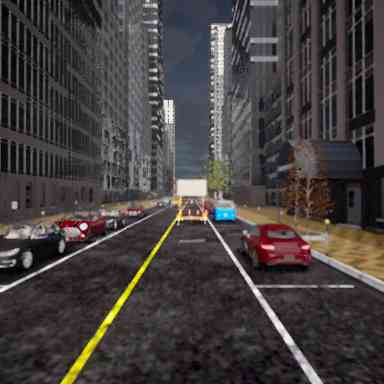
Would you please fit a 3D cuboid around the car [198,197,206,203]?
[{"bbox_3d":[2.658,2.241,90.946,1.967,1.590,4.097,0,0,0],"label":"car"}]

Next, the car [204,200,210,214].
[{"bbox_3d":[2.676,1.955,39.715,1.802,1.307,4.206,0,-1,0],"label":"car"}]

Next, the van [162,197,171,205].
[{"bbox_3d":[-5.717,2.013,73.871,1.690,1.788,3.998,0,0,0],"label":"van"}]

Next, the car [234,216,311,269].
[{"bbox_3d":[2.686,1.695,11.255,1.802,1.307,4.206,0,-1,0],"label":"car"}]

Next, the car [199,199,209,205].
[{"bbox_3d":[2.664,2.222,73.869,2.008,1.369,4.403,0,0,0],"label":"car"}]

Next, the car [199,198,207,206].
[{"bbox_3d":[2.670,2.110,56.792,1.802,1.307,4.206,0,-1,0],"label":"car"}]

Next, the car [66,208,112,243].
[{"bbox_3d":[-5.697,1.607,16.948,1.967,1.590,4.097,0,-1,0],"label":"car"}]

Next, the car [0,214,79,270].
[{"bbox_3d":[-5.695,1.664,11.254,2.008,1.369,4.403,0,-1,0],"label":"car"}]

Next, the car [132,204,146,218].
[{"bbox_3d":[-5.703,1.903,34.023,1.802,1.307,4.206,0,-1,0],"label":"car"}]

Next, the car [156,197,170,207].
[{"bbox_3d":[-5.713,2.129,62.485,2.008,1.369,4.403,0,-1,0],"label":"car"}]

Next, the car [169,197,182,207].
[{"bbox_3d":[-3.043,2.079,65.229,1.882,1.535,5.008,0,0,0],"label":"car"}]

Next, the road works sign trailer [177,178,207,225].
[{"bbox_3d":[-0.009,0.716,26.359,2.380,3.560,2.880,0,-1,0],"label":"road works sign trailer"}]

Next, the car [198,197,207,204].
[{"bbox_3d":[2.660,2.198,85.255,1.967,1.590,4.097,0,0,0],"label":"car"}]

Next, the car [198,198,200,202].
[{"bbox_3d":[2.666,2.176,68.177,2.008,1.369,4.403,0,0,0],"label":"car"}]

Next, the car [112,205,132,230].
[{"bbox_3d":[-5.699,1.769,22.639,2.008,1.369,4.403,0,-1,0],"label":"car"}]

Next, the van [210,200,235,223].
[{"bbox_3d":[2.680,1.611,28.334,1.690,1.788,3.998,0,-1,0],"label":"van"}]
